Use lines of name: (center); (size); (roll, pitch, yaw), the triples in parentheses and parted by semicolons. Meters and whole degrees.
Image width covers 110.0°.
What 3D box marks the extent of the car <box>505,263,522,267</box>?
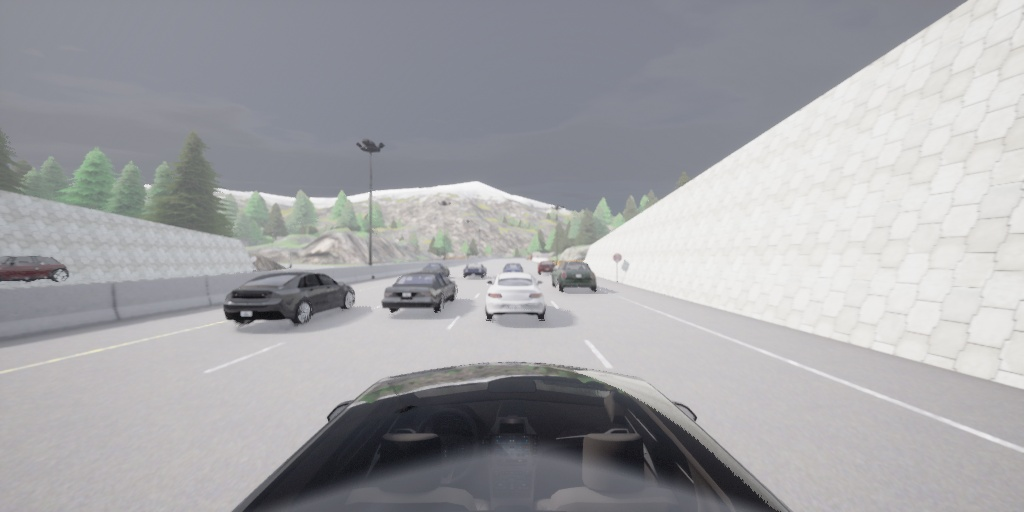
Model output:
car: (0.105, 1.299, 31.001); (2.033, 1.411, 5.357); (0, 0, 0)

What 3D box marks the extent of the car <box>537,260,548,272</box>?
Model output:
car: (3.864, 1.230, 39.973); (1.882, 1.535, 5.008); (0, 0, 4)

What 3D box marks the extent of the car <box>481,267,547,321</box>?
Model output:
car: (0.102, 1.276, 12.376); (1.812, 1.442, 4.674); (0, 0, 0)

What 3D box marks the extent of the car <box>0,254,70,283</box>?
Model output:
car: (-27.997, 0.723, 19.827); (2.097, 1.767, 4.553); (0, 0, 0)

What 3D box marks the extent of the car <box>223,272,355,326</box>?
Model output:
car: (-6.898, 1.256, 11.734); (1.837, 1.490, 4.892); (0, 0, 0)

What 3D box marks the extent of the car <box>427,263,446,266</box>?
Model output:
car: (-6.896, 1.316, 32.441); (1.994, 1.385, 4.181); (0, 0, 0)

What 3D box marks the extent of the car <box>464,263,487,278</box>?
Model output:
car: (-3.394, 1.353, 33.818); (1.895, 1.301, 4.718); (0, 0, 0)

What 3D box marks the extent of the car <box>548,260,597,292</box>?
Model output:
car: (3.604, 1.103, 21.523); (2.097, 1.767, 4.553); (0, 0, 0)

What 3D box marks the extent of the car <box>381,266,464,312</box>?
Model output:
car: (-3.398, 1.298, 14.091); (2.033, 1.411, 5.357); (0, 0, 0)
